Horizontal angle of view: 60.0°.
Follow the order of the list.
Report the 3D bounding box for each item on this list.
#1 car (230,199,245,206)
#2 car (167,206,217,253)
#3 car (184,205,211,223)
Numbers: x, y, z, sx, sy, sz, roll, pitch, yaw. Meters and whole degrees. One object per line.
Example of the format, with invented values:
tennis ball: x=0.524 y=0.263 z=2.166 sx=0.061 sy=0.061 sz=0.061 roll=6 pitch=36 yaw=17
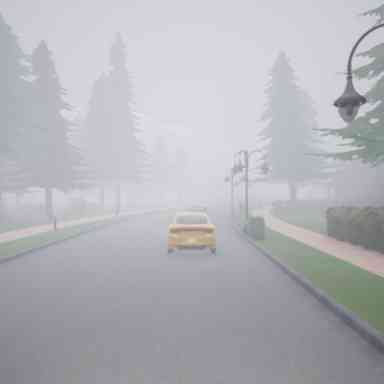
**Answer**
car: x=9.751 y=2.250 z=71.522 sx=1.895 sy=1.301 sz=4.718 roll=0 pitch=-1 yaw=27
car: x=0.002 y=1.611 z=14.435 sx=1.882 sy=1.535 sz=5.008 roll=0 pitch=0 yaw=0
car: x=0.552 y=1.866 z=28.876 sx=1.895 sy=1.301 sz=4.718 roll=0 pitch=0 yaw=6
